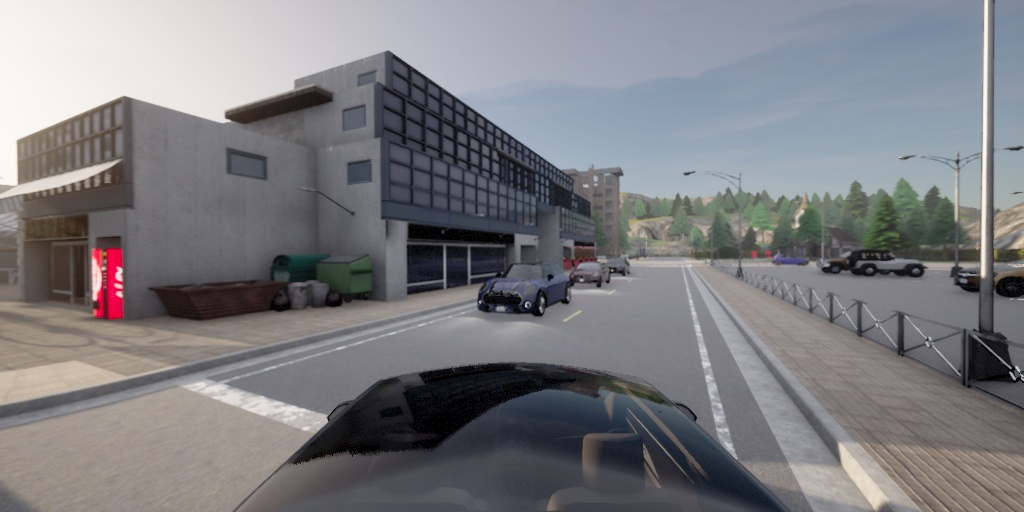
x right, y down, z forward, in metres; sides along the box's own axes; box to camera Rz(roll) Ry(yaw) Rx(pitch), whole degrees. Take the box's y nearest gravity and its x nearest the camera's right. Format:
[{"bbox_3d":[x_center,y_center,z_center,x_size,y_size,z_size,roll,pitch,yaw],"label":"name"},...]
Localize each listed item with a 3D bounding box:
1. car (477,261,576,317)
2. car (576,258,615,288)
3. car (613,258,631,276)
[{"bbox_3d":[0.599,0.998,12.913,2.097,1.767,4.553,0,1,25],"label":"car"},{"bbox_3d":[4.856,1.051,22.074,1.812,1.442,4.674,0,1,25],"label":"car"},{"bbox_3d":[9.194,0.908,31.374,1.837,1.490,4.892,0,1,25],"label":"car"}]
